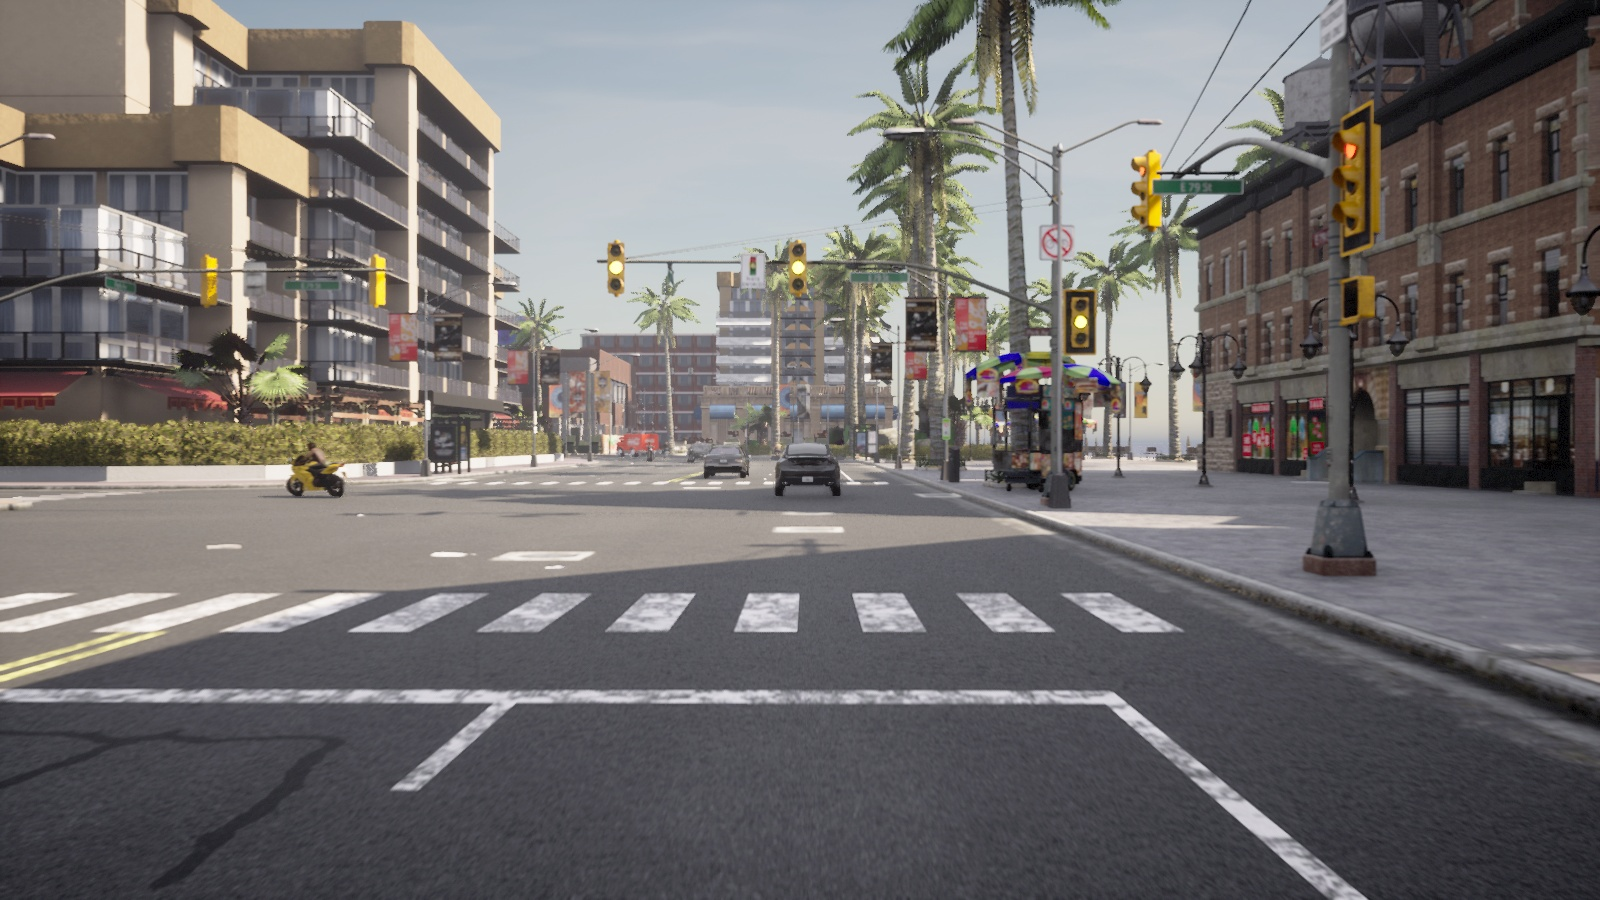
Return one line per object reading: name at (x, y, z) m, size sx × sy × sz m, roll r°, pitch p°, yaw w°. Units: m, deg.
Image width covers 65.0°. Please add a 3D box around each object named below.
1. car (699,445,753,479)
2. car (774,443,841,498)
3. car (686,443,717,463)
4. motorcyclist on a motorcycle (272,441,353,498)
car at (-3.175, 0.483, 54.798) m, size 2.033 × 1.411 × 5.357 m, roll 0°, pitch 0°, yaw 0°
car at (0.223, 0.544, 36.866) m, size 1.837 × 1.490 × 4.892 m, roll 0°, pitch 0°, yaw 0°
car at (-7.452, 0.211, 94.844) m, size 1.837 × 1.490 × 4.892 m, roll 0°, pitch 0°, yaw -10°
motorcyclist on a motorcycle at (-13.398, 0.523, 34.508) m, size 2.044 × 1.523 × 0.797 m, roll 0°, pitch 1°, yaw 21°
